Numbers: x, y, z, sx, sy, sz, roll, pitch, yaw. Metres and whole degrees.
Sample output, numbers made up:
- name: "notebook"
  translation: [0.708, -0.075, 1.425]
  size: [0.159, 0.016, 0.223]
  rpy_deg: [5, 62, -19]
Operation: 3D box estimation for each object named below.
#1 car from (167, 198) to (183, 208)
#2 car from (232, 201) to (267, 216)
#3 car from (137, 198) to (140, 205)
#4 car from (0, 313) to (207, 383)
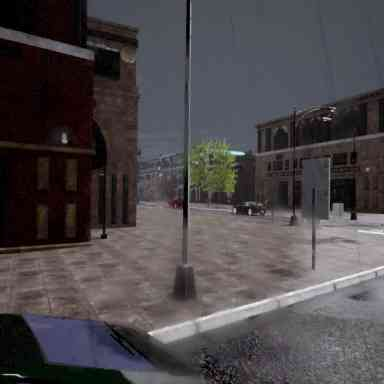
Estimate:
- name: "car"
  translation: [-2.180, 1.627, 49.292]
  size: [1.887, 1.381, 4.507]
  rpy_deg: [1, -1, -27]
- name: "car"
  translation: [5.765, 1.628, 33.747]
  size: [2.008, 1.369, 4.403]
  rpy_deg: [1, -1, -27]
- name: "car"
  translation: [-11.216, 1.524, 61.605]
  size: [1.882, 1.535, 5.008]
  rpy_deg: [1, 0, -27]
- name: "car"
  translation: [-1.833, 1.564, 1.801]
  size: [4.181, 1.385, 1.994]
  rpy_deg: [0, 0, -36]
